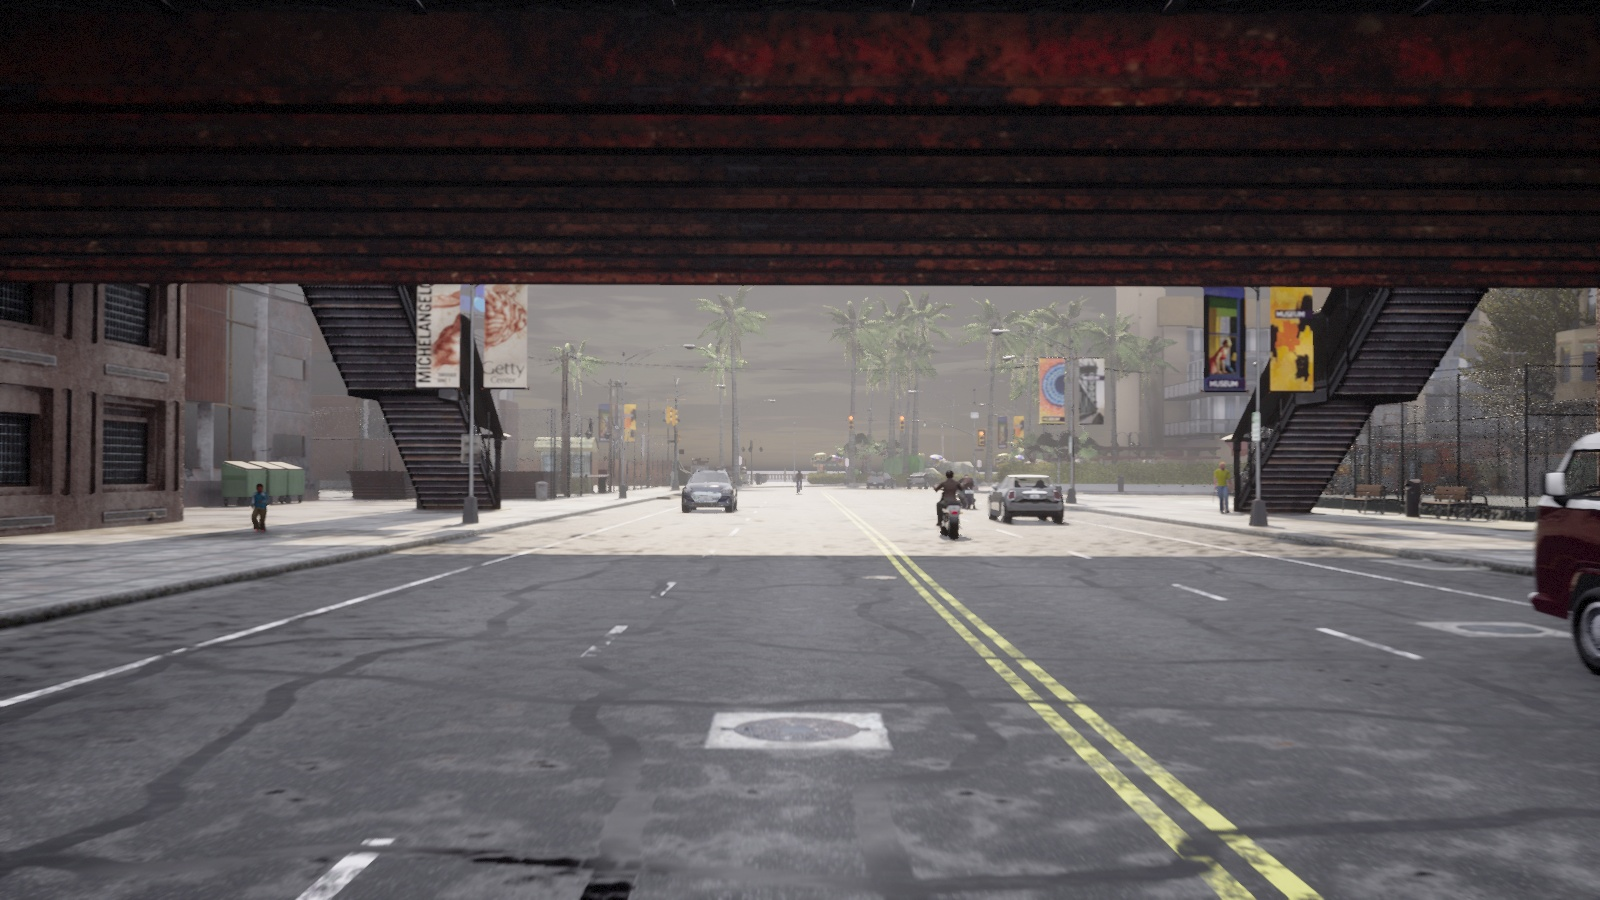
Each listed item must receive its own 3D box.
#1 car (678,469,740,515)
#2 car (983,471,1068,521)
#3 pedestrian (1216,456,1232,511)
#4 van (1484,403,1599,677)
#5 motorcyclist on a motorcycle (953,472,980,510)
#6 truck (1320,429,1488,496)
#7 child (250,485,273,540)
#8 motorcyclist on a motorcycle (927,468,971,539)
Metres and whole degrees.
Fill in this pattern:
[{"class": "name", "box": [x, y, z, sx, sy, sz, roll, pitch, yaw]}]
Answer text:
[{"class": "car", "box": [-3.431, 1.567, 48.280, 2.033, 1.649, 4.856, 0, -1, 0]}, {"class": "car", "box": [7.079, 1.418, 39.778, 1.970, 1.475, 3.806, 0, -1, 0]}, {"class": "pedestrian", "box": [14.406, 1.129, 42.676, 0.354, 1.836, 0.706, 0, -1, 6]}, {"class": "van", "box": [6.988, 0.655, 8.659, 2.069, 2.038, 4.480, 0, -1, 0]}, {"class": "motorcyclist on a motorcycle", "box": [7.013, 1.707, 52.858, 0.866, 1.530, 2.191, 0, -1, 1]}, {"class": "truck", "box": [35.414, 0.745, 73.823, 8.468, 3.827, 2.891, 0, -1, -1]}, {"class": "child", "box": [-11.804, 1.360, 27.544, 0.343, 1.192, 0.448, 0, -1, -5]}, {"class": "motorcyclist on a motorcycle", "box": [3.594, 1.261, 30.452, 0.766, 1.649, 2.350, 0, -1, 0]}]
